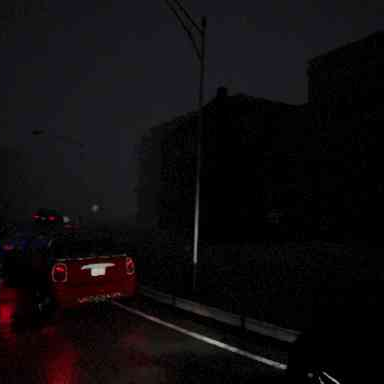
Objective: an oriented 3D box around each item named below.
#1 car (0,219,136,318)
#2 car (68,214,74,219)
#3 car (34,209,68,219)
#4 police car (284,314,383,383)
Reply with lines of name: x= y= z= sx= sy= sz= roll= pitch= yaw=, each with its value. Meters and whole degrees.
car: x=-3.354 y=1.756 z=8.655 sx=2.097 sy=1.767 sz=4.553 roll=4 pitch=-4 yaw=-40
car: x=-17.382 y=3.698 z=45.705 sx=1.812 sy=1.442 sz=4.674 roll=3 pitch=-3 yaw=-11
car: x=-15.342 y=2.879 z=35.904 sx=2.150 sy=2.045 sz=5.566 roll=3 pitch=-3 yaw=-11
police car: x=3.360 y=1.642 z=2.379 sx=5.238 sy=1.638 sz=1.930 roll=-1 pitch=-4 yaw=36
